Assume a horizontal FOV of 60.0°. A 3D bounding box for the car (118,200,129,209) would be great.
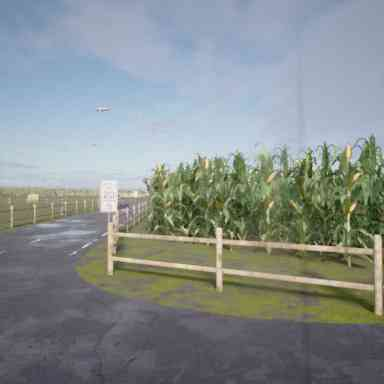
[{"bbox_3d":[-11.070,1.874,52.077,1.994,1.385,4.181,1,0,-4],"label":"car"}]
